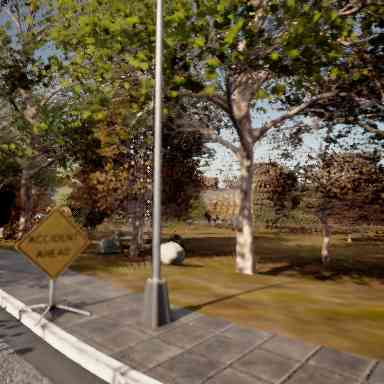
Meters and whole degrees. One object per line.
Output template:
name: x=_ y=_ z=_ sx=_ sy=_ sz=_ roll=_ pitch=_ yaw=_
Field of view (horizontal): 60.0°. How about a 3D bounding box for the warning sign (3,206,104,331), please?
warning sign: x=-2.447 y=1.197 z=5.900 sx=1.300 sy=1.860 sz=1.060 roll=3 pitch=-1 yaw=-44
